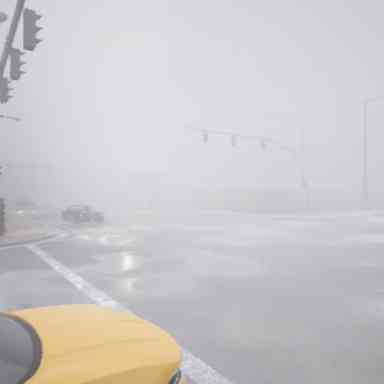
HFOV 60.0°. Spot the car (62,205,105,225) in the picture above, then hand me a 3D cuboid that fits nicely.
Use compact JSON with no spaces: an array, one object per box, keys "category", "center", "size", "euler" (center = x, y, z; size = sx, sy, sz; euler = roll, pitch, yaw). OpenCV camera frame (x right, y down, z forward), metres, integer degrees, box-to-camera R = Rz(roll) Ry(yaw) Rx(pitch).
[{"category":"car","center":[-7.960,1.627,24.177],"size":[1.895,1.301,4.718],"euler":[0,0,-35]}]

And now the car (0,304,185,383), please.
[{"category":"car","center":[-2.341,1.478,2.114],"size":[5.008,1.535,1.882],"euler":[0,0,-35]}]

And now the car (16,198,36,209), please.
[{"category":"car","center":[-22.516,1.481,45.065],"size":[1.895,1.301,4.718],"euler":[0,0,-35]}]
